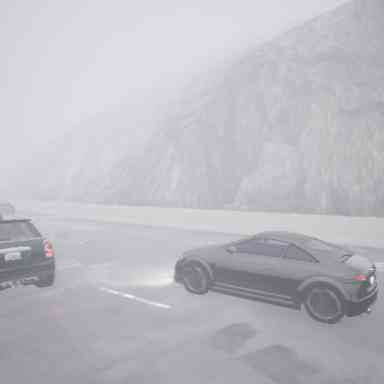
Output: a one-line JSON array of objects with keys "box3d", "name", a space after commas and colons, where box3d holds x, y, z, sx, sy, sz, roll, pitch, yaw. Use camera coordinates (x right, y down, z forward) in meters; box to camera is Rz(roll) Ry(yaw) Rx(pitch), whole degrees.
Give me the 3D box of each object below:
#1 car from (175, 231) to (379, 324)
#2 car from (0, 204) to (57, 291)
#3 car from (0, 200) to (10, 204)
[{"box3d": [1.652, 1.553, 7.221, 4.181, 1.385, 1.994, 0, 0, 36], "name": "car"}, {"box3d": [-5.285, 1.311, 8.094, 4.553, 1.767, 2.097, 1, 0, 39], "name": "car"}, {"box3d": [-15.916, 1.356, 26.899, 2.128, 1.511, 4.902, 0, 0, -44], "name": "car"}]
